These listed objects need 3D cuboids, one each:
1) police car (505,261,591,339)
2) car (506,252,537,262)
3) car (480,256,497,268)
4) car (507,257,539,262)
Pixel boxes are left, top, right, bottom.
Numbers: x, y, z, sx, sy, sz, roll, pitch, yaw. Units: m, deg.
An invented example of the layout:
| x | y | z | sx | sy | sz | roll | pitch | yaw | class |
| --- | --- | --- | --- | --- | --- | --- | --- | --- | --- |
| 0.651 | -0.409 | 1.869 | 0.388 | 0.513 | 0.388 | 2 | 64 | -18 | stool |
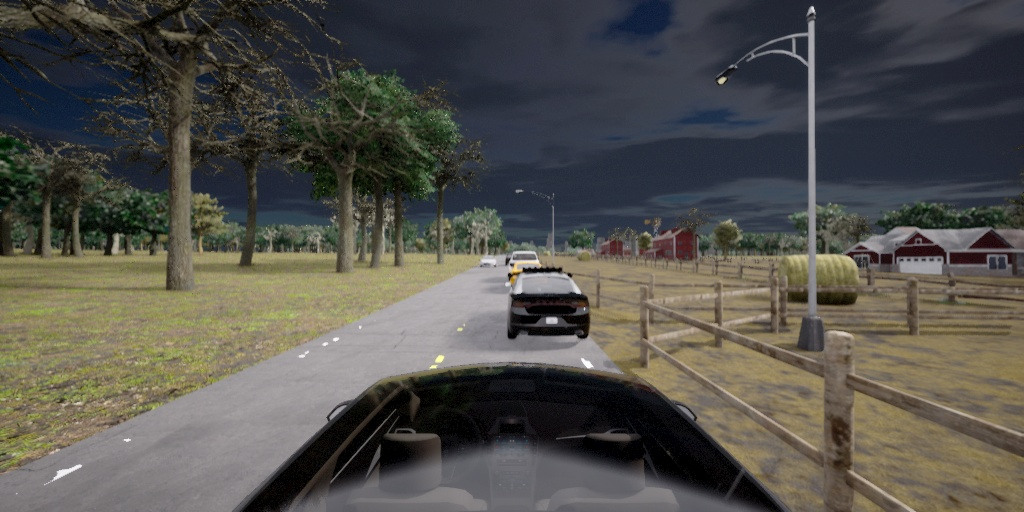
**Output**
| x | y | z | sx | sy | sz | roll | pitch | yaw | class |
| --- | --- | --- | --- | --- | --- | --- | --- | --- | --- |
| 0.826 | 1.114 | 10.028 | 1.930 | 1.638 | 5.238 | 0 | 1 | 0 | police car |
| 0.829 | 0.689 | 25.949 | 2.150 | 2.045 | 5.566 | 0 | 1 | 0 | car |
| -2.832 | 0.677 | 43.224 | 1.812 | 1.442 | 4.674 | 0 | 1 | 0 | car |
| 0.828 | 1.043 | 19.919 | 1.882 | 1.535 | 5.008 | 0 | 1 | 0 | car |
